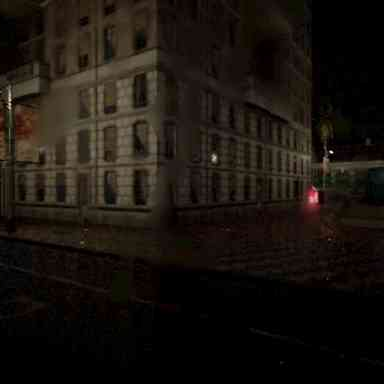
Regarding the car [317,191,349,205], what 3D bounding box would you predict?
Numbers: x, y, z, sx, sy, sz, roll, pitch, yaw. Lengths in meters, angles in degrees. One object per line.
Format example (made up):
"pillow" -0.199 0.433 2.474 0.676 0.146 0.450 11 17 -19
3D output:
"car" 20.875 0.921 50.493 5.566 2.045 2.150 0 0 44
